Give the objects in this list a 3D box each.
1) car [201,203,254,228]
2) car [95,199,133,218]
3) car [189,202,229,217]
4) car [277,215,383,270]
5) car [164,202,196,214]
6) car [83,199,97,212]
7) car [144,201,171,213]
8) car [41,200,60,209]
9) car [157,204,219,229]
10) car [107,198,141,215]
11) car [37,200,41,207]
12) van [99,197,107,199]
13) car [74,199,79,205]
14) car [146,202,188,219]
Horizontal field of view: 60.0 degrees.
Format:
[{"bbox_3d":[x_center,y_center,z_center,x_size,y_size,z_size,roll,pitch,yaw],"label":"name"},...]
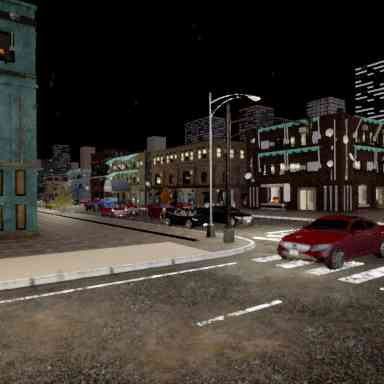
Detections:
[{"bbox_3d":[2.447,1.735,24.495,1.812,1.442,4.674,-1,0,-37],"label":"car"},{"bbox_3d":[-8.303,1.847,35.169,1.967,1.590,4.097,-1,0,-35],"label":"car"},{"bbox_3d":[1.736,1.810,35.496,2.008,1.369,4.403,-2,0,-35],"label":"car"},{"bbox_3d":[4.896,1.525,11.144,4.674,1.442,1.812,0,0,-35],"label":"car"},{"bbox_3d":[-1.462,1.904,40.014,1.802,1.307,4.206,-2,0,-35],"label":"car"},{"bbox_3d":[-13.798,2.075,47.502,2.033,1.411,5.357,-1,0,-35],"label":"car"},{"bbox_3d":[-4.659,1.967,44.531,1.802,1.307,4.206,-1,0,-35],"label":"car"},{"bbox_3d":[-24.195,2.234,57.618,1.752,1.417,4.829,-1,0,-35],"label":"car"},{"bbox_3d":[-0.381,1.815,23.774,1.947,1.339,4.313,-1,0,-35],"label":"car"},{"bbox_3d":[-7.819,1.765,38.995,2.097,1.767,4.553,-1,0,-35],"label":"car"},{"bbox_3d":[-30.690,2.377,66.793,2.008,1.369,4.403,-1,0,-35],"label":"car"},{"bbox_3d":[-14.260,1.908,58.083,1.690,1.788,3.998,-1,0,-35],"label":"van"},{"bbox_3d":[-27.049,2.365,76.154,1.947,1.339,4.313,-1,0,-35],"label":"car"},{"bbox_3d":[-2.663,1.875,31.710,1.994,1.385,4.181,-1,0,-35],"label":"car"}]
